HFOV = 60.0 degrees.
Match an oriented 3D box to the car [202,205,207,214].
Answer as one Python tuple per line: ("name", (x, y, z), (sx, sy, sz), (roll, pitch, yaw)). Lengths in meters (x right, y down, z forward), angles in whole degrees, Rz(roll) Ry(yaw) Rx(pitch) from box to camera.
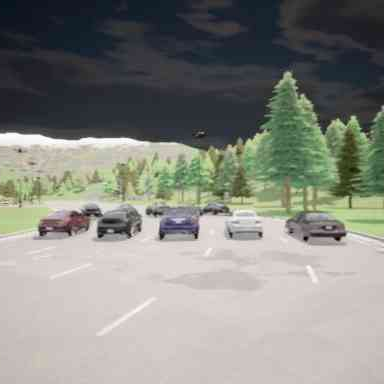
("car", (-0.428, 1.984, 37.174), (1.994, 1.385, 4.181), (0, -1, -22))

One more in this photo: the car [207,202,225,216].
("car", (2.698, 1.939, 38.773), (1.812, 1.442, 4.674), (0, 0, -22))

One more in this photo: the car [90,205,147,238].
("car", (-4.121, 1.757, 19.445), (1.837, 1.490, 4.892), (0, 0, 1))

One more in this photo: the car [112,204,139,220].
("car", (-6.974, 2.007, 34.696), (1.994, 1.385, 4.181), (0, -1, -22))

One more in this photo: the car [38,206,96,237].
("car", (-7.610, 1.810, 20.117), (1.812, 1.442, 4.674), (0, 0, 1))

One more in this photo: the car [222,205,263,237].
("car", (2.935, 1.720, 19.306), (1.812, 1.442, 4.674), (0, 0, 2))

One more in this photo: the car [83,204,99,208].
("car", (-10.299, 1.962, 33.589), (1.837, 1.490, 4.892), (0, 0, -22))

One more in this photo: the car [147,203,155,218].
("car", (-3.726, 1.925, 35.997), (2.128, 1.511, 4.902), (0, -1, -22))

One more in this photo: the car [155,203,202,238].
("car", (-0.642, 1.571, 19.101), (2.097, 1.767, 4.553), (0, -1, 1))

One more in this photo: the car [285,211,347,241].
("car", (6.380, 1.698, 17.675), (2.033, 1.411, 5.357), (0, -1, 3))
